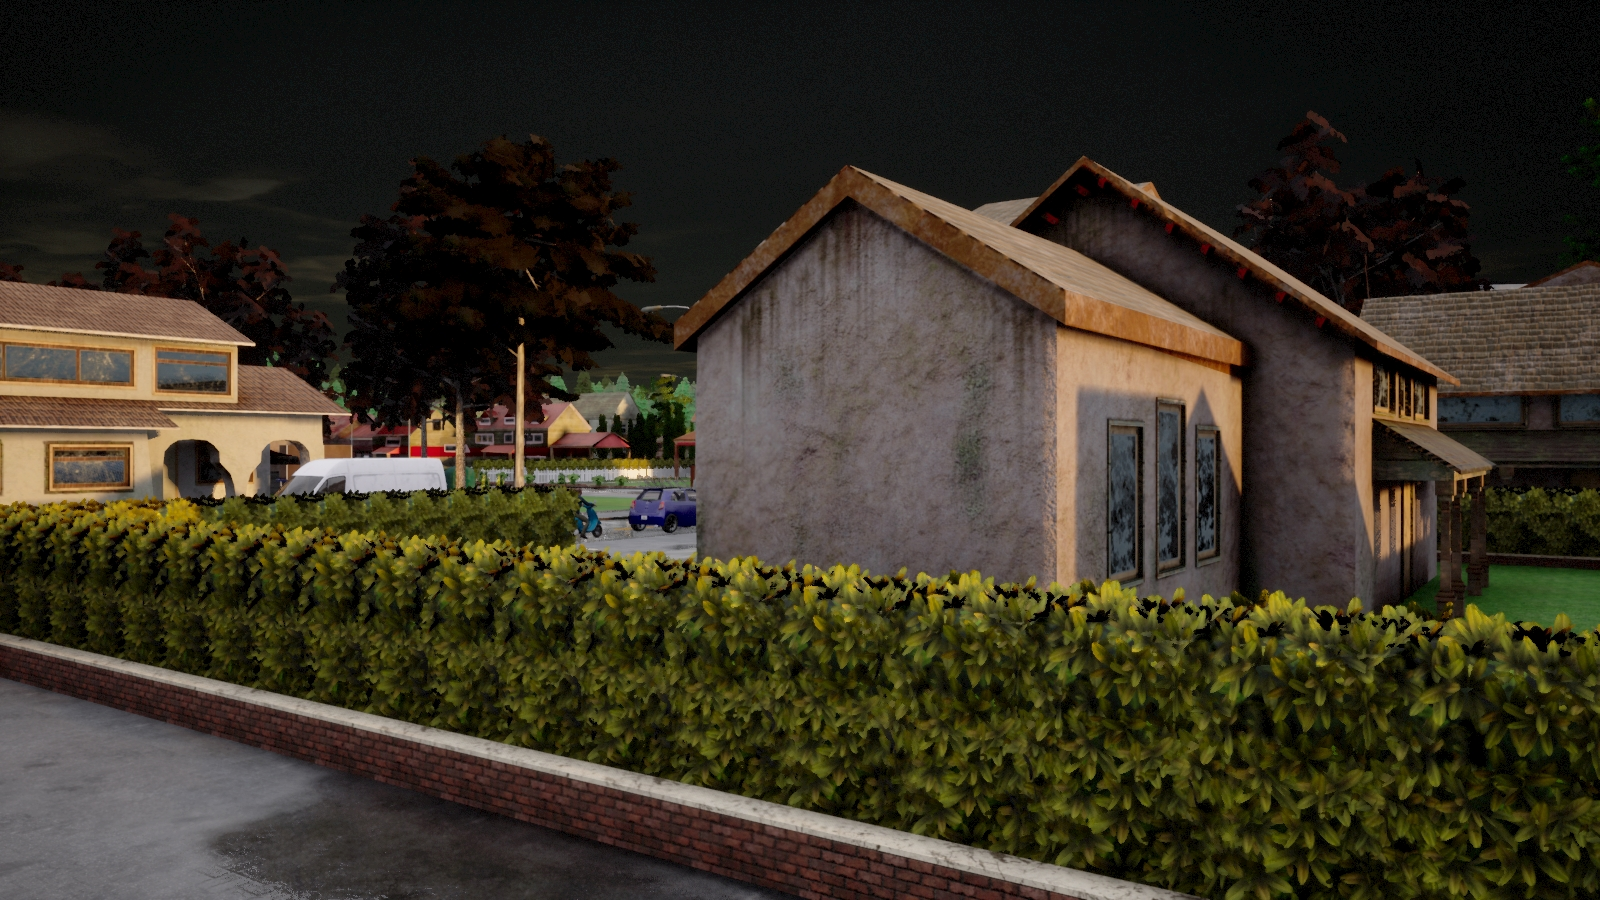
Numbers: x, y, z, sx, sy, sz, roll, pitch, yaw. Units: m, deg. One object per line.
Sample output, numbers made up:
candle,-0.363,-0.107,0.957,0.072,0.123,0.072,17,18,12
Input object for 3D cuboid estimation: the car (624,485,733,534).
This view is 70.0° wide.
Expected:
car,-4.177,2.028,39.677,1.845,1.501,3.633,0,0,35

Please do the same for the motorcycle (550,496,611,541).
motorcycle,-6.879,2.132,35.873,0.856,1.316,1.805,0,0,35

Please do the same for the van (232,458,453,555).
van,-13.292,1.523,33.641,1.988,2.561,5.915,0,0,35
